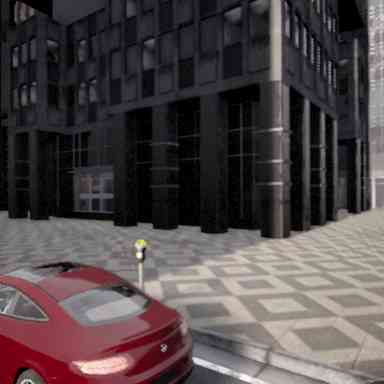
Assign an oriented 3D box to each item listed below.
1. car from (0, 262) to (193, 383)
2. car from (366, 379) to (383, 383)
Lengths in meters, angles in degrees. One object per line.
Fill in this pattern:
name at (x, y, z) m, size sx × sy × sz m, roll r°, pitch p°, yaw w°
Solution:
car at (-1.930, 1.600, 4.334) m, size 4.206 × 1.307 × 1.802 m, roll 0°, pitch 0°, yaw 35°
car at (2.700, 1.536, 1.048) m, size 4.403 × 1.369 × 2.008 m, roll 0°, pitch 0°, yaw 35°
